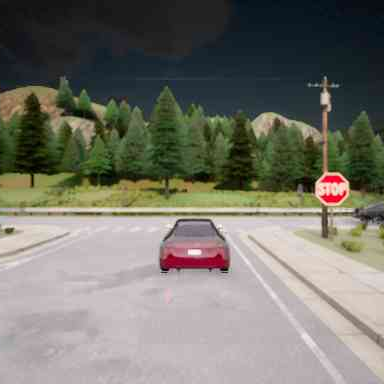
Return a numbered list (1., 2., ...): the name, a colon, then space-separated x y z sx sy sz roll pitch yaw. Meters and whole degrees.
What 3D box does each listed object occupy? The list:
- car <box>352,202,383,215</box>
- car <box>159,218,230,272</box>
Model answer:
1. car: 13.623 1.445 22.994 4.674 1.442 1.812 0 0 2
2. car: 0.077 1.526 10.639 1.994 1.385 4.181 0 0 0
